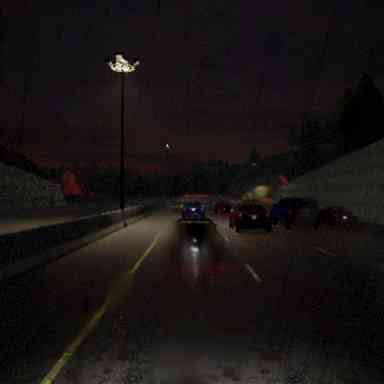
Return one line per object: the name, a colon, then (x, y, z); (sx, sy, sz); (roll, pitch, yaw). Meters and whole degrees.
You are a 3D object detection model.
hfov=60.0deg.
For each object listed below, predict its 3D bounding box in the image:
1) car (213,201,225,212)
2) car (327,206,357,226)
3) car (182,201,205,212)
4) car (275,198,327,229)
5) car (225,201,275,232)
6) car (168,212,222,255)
car: (3.615, 1.801, 39.754); (1.882, 1.535, 5.008); (0, -1, 0)
car: (10.609, 1.769, 25.079); (1.994, 1.385, 4.181); (0, 0, 0)
car: (0.111, 1.607, 31.317); (2.097, 1.767, 4.553); (0, 0, 0)
car: (7.102, 1.413, 23.290); (2.150, 2.045, 5.566); (0, 0, 0)
car: (3.608, 1.527, 21.420); (2.097, 1.767, 4.553); (0, 0, 0)
car: (0.105, 1.713, 13.727); (1.895, 1.301, 4.718); (0, 0, 0)
